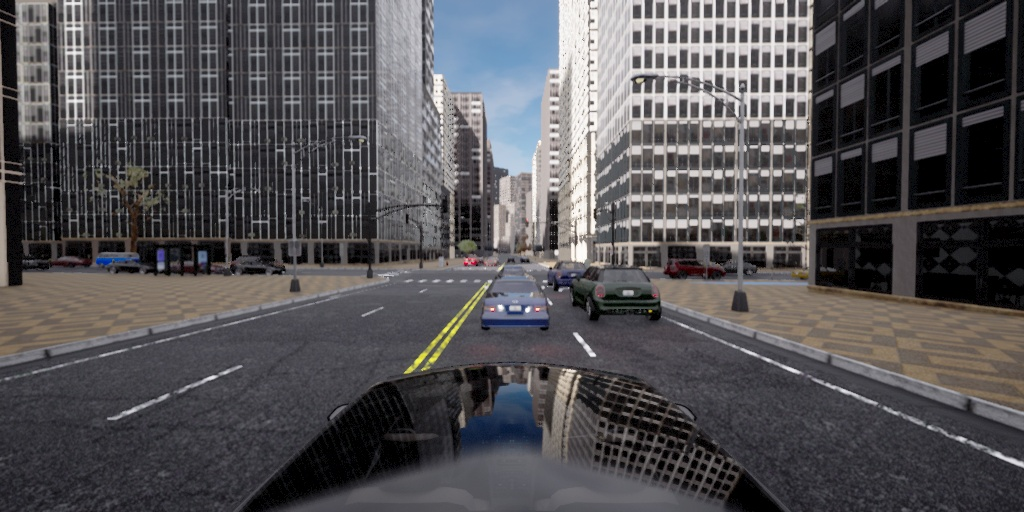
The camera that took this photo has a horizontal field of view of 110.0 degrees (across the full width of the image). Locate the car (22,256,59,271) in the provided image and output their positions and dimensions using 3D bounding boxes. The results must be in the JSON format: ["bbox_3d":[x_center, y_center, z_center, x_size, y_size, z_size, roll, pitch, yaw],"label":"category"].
[{"bbox_3d":[-48.830,0.729,35.591,4.892,1.490,1.837,0,1,2],"label":"car"}]

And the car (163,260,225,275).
[{"bbox_3d":[-28.485,1.044,32.489,4.207,1.307,1.802,0,0,1],"label":"car"}]

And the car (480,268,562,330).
[{"bbox_3d":[0.081,1.265,10.937,2.033,1.411,5.357,0,0,0],"label":"car"}]

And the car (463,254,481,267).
[{"bbox_3d":[-6.702,0.753,59.298,2.150,2.045,5.566,0,0,0],"label":"car"}]

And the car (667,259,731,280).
[{"bbox_3d":[16.125,1.176,31.931,5.009,1.841,2.192,0,0,1],"label":"car"}]

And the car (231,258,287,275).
[{"bbox_3d":[-22.801,1.080,32.369,4.313,1.339,1.948,0,0,1],"label":"car"}]

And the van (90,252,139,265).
[{"bbox_3d":[-45.377,0.485,41.283,3.998,1.789,1.690,0,0,1],"label":"van"}]

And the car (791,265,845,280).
[{"bbox_3d":[27.574,1.486,31.761,4.829,1.417,1.751,0,0,1],"label":"car"}]

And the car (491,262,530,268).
[{"bbox_3d":[0.057,1.248,20.181,1.994,1.385,4.181,0,0,0],"label":"car"}]

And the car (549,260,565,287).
[{"bbox_3d":[3.306,1.032,21.247,2.097,1.767,4.553,0,0,0],"label":"car"}]

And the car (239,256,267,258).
[{"bbox_3d":[-24.707,0.797,35.106,4.553,1.767,2.097,0,1,1],"label":"car"}]

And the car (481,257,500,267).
[{"bbox_3d":[-3.451,0.884,59.150,2.097,1.767,4.553,0,0,0],"label":"car"}]

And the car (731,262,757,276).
[{"bbox_3d":[22.947,1.315,37.603,4.892,1.490,1.837,0,1,1],"label":"car"}]

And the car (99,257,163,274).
[{"bbox_3d":[-34.166,0.975,32.649,4.313,1.339,1.948,0,0,1],"label":"car"}]

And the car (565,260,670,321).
[{"bbox_3d":[3.327,1.065,12.382,2.097,1.767,4.553,0,0,0],"label":"car"}]
